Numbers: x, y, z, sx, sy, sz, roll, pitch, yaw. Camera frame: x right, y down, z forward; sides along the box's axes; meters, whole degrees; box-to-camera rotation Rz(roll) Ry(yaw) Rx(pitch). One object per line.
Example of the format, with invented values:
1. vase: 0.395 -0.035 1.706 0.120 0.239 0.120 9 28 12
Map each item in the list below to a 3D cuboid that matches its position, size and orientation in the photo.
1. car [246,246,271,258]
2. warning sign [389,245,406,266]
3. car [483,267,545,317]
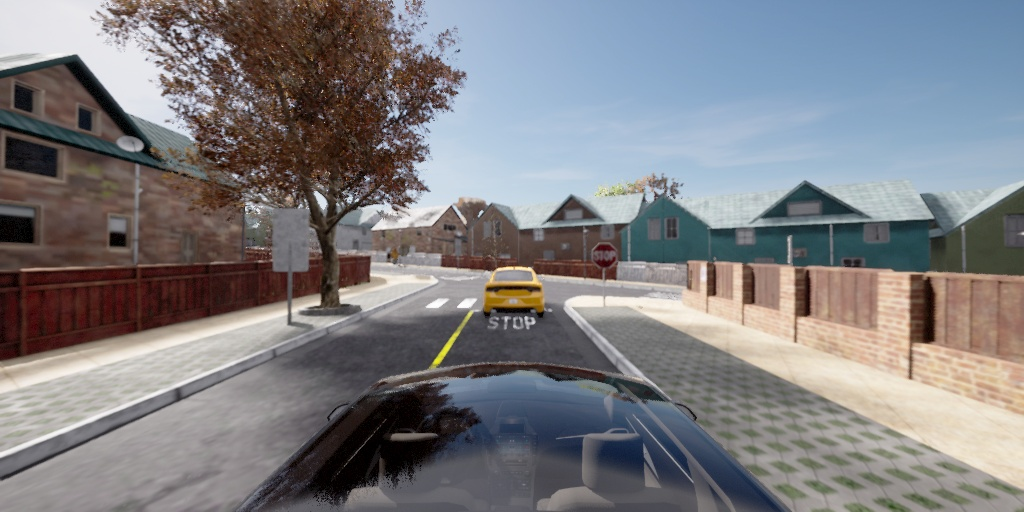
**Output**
1. car: -32.435 -0.376 44.174 4.902 1.511 2.128 2 0 32
2. warning sign: -12.282 0.089 37.827 1.060 1.860 1.300 0 0 32
3. car: 0.088 1.122 12.690 1.882 1.535 5.008 0 1 1
